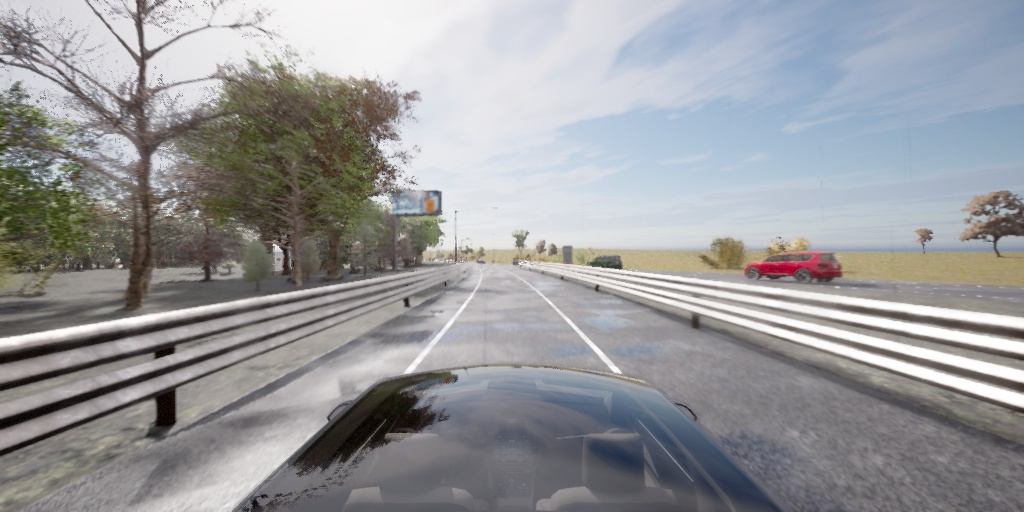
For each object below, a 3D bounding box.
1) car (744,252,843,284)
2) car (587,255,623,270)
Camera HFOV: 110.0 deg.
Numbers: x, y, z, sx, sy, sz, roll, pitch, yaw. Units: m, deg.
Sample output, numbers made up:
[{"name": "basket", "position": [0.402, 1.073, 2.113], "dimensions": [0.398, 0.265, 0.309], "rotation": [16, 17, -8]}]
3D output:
[{"name": "car", "position": [18.881, 0.752, 24.409], "dimensions": [2.150, 2.045, 5.566], "rotation": [-1, 0, -19]}, {"name": "car", "position": [11.645, 0.900, 45.188], "dimensions": [2.150, 2.045, 5.566], "rotation": [-1, 0, -19]}]
